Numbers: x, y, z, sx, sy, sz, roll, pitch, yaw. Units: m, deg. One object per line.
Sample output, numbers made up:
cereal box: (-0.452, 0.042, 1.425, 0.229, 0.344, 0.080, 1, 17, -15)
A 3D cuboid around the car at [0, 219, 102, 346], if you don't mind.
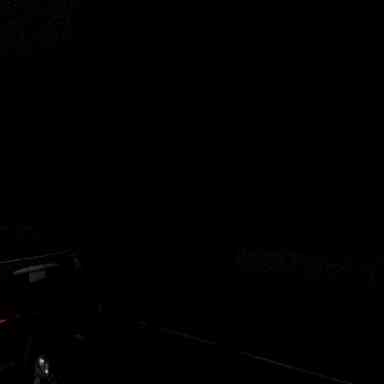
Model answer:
car: (-4.175, 1.351, 6.509, 4.553, 1.767, 2.185, 0, 0, 36)
